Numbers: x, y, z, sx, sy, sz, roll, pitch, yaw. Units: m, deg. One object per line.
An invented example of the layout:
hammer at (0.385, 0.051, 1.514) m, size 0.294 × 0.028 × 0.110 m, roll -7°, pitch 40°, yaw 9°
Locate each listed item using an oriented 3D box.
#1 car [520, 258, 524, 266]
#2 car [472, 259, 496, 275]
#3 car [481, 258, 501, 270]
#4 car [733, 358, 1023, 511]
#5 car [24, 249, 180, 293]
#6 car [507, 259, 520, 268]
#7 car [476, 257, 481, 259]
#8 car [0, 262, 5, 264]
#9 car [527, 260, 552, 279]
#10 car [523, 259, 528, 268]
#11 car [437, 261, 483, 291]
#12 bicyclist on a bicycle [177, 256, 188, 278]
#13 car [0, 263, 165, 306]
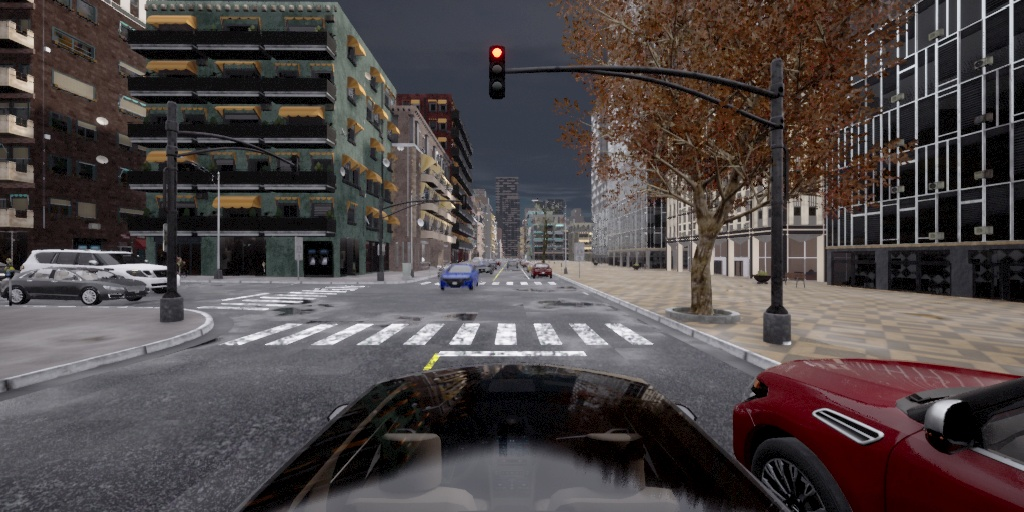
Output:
car at (2.670, 1.375, 60.681) m, size 1.802 × 1.307 × 4.207 m, roll 0°, pitch 0°, yaw 0°
car at (-3.112, 1.332, 39.128) m, size 1.994 × 1.385 × 4.181 m, roll 0°, pitch 0°, yaw 0°
car at (-3.106, 1.331, 52.728) m, size 2.033 × 1.411 × 5.357 m, roll 0°, pitch 0°, yaw 0°
car at (2.691, 1.065, 0.631) m, size 2.192 × 1.841 × 5.009 m, roll 0°, pitch 0°, yaw 0°
car at (-18.432, 0.738, 16.164) m, size 5.566 × 2.045 × 2.150 m, roll 1°, pitch 0°, yaw -1°
car at (0.078, 1.285, 61.045) m, size 2.128 × 1.511 × 4.902 m, roll 0°, pitch 0°, yaw 0°
car at (-5.708, 1.226, 55.146) m, size 1.967 × 1.591 × 4.097 m, roll 0°, pitch 0°, yaw 0°
car at (-33.196, 0.869, 21.801) m, size 4.403 × 1.370 × 2.007 m, roll 0°, pitch 0°, yaw -1°
car at (2.680, 1.307, 33.018) m, size 1.888 × 1.381 × 4.507 m, roll 0°, pitch 0°, yaw 0°
car at (2.676, 1.298, 44.253) m, size 1.751 × 1.417 × 4.829 m, roll 0°, pitch 0°, yaw 0°
car at (-3.108, 1.232, 21.989) m, size 1.882 × 1.535 × 5.008 m, roll 0°, pitch 0°, yaw 0°
bicyclist on a bicycle at (-23.177, 0.761, 24.854) m, size 0.582 × 1.620 × 1.656 m, roll 1°, pitch 0°, yaw -1°
car at (-16.439, 1.091, 13.596) m, size 4.403 × 1.370 × 2.007 m, roll 0°, pitch 0°, yaw -1°
